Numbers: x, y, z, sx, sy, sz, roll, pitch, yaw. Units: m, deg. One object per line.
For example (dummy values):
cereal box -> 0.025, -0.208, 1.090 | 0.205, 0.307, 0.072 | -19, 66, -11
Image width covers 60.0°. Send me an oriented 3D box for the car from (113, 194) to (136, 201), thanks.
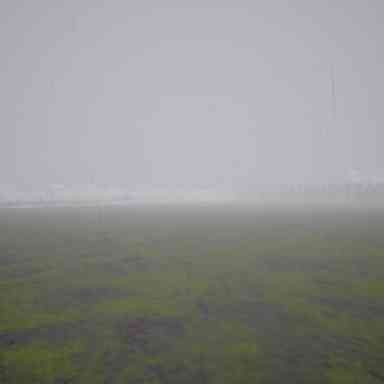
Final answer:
car -> -14.247, 1.083, 70.300 | 2.033, 1.411, 5.357 | 1, 0, 34
